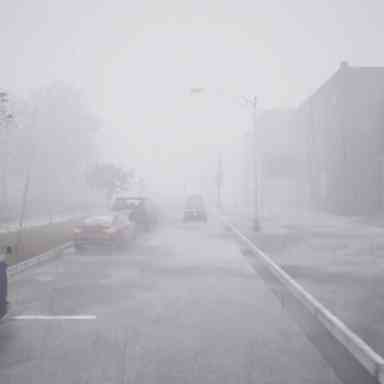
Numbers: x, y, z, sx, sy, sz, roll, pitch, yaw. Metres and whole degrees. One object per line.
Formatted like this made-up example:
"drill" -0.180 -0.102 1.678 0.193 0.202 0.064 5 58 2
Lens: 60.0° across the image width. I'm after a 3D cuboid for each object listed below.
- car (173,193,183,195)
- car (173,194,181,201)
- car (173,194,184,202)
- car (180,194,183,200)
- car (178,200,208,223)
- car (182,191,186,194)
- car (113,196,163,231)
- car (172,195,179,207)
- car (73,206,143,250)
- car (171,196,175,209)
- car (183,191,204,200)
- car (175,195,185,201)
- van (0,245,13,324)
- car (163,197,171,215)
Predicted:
"car" -3.294 1.559 64.159 2.097 1.535 5.008 0 0 3
"car" -3.357 1.561 53.062 2.097 1.535 5.008 0 0 3
"car" -3.203 1.427 80.766 2.185 1.767 4.553 0 0 3
"car" -3.326 1.571 58.618 2.231 1.521 4.892 0 -1 3
"car" 0.239 1.556 25.415 2.033 1.411 5.357 0 0 0
"car" -3.243 1.294 73.112 2.435 2.045 5.566 0 0 3
"car" -3.538 1.273 20.996 2.435 2.045 5.566 0 0 1
"car" -3.385 1.535 46.681 1.946 1.575 5.366 0 0 3
"car" -3.576 1.547 14.251 2.002 1.452 4.674 0 0 1
"car" -3.451 1.522 36.428 2.097 1.535 5.008 0 0 3
"car" 0.338 1.252 42.957 2.150 2.045 5.566 0 0 0
"car" -3.181 1.605 86.370 2.163 1.488 4.792 -1 0 3
"van" -3.632 1.279 3.281 1.878 1.987 4.442 0 0 3
"car" -3.481 1.502 30.880 2.097 1.535 5.008 0 0 3
